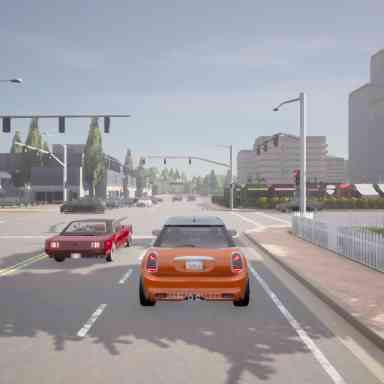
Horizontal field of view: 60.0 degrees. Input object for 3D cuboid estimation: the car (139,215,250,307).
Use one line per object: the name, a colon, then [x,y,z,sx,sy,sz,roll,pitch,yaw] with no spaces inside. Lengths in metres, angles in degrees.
car: [0.059,1.352,8.167,2.097,1.767,4.553,0,0,0]

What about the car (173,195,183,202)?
car: [-3.546,1.513,77.820,1.812,1.442,4.674,0,0,0]

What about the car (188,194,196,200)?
car: [-0.052,1.398,87.778,2.128,1.511,4.902,0,0,0]

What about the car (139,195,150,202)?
car: [-10.544,1.500,74.425,1.837,1.490,4.892,0,0,0]

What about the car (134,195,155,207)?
car: [-7.115,1.526,50.226,1.812,1.442,4.674,0,0,0]

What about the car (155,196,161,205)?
car: [-7.107,1.505,59.332,1.837,1.490,4.892,0,0,0]

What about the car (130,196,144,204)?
car: [-10.585,1.564,64.031,1.994,1.385,4.181,0,0,1]

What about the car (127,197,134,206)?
car: [-10.622,1.564,53.803,1.994,1.385,4.181,0,0,0]

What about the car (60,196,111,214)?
car: [-11.215,1.352,34.515,4.553,1.767,2.097,0,0,-2]

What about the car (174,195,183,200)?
car: [-3.552,1.425,87.774,1.994,1.385,4.181,0,0,0]

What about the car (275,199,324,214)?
car: [11.251,1.491,34.829,4.902,1.511,2.128,0,0,-1]

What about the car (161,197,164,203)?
car: [-7.041,1.595,69.411,1.895,1.301,4.718,0,0,0]

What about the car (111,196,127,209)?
car: [-10.620,1.352,45.192,2.097,1.767,4.553,0,0,0]

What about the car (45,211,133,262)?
car: [-3.423,1.601,12.061,1.895,1.301,4.718,0,0,0]

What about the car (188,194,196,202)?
car: [-0.046,1.531,77.503,2.033,1.411,5.357,0,0,0]
